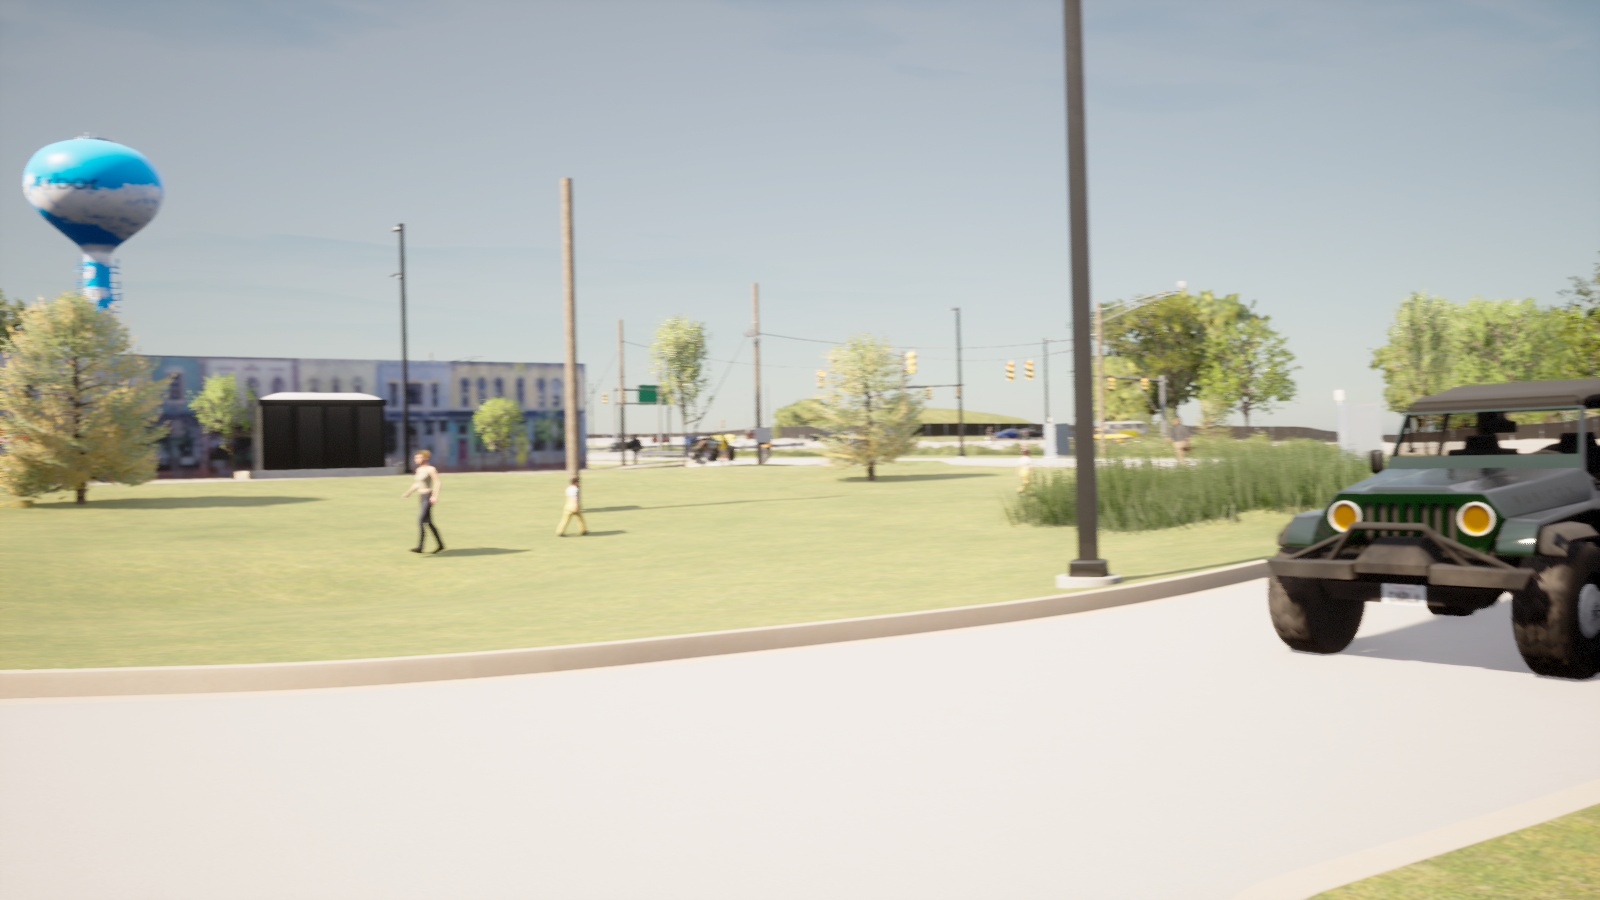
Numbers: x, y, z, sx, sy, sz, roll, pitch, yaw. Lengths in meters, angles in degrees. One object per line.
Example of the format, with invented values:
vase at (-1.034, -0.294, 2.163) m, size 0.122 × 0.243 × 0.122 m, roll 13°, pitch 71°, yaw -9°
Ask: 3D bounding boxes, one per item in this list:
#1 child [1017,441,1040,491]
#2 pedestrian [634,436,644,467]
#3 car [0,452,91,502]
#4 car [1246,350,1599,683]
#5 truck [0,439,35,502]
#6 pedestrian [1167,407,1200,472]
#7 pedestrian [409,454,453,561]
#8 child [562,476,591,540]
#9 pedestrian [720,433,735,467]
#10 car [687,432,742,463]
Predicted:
child at (5.782, 0.405, 31.756) m, size 0.437 × 1.263 × 0.270 m, roll -2°, pitch 0°, yaw -26°
pedestrian at (-9.575, 0.071, 74.630) m, size 0.370 × 1.835 × 0.726 m, roll -3°, pitch 0°, yaw 1°
car at (-29.846, 1.064, 48.019) m, size 4.553 × 1.767 × 2.097 m, roll -2°, pitch -1°, yaw -33°
car at (5.145, 0.331, 9.049) m, size 3.866 × 1.878 × 1.905 m, roll -3°, pitch 0°, yaw -41°
truck at (-33.782, 0.897, 50.313) m, size 5.204 × 2.467 × 2.627 m, roll -2°, pitch -1°, yaw -30°
pedestrian at (11.229, -0.305, 36.748) m, size 0.540 × 1.848 × 0.694 m, roll -2°, pitch 0°, yaw -17°
pedestrian at (-6.471, 1.000, 22.030) m, size 0.594 × 1.836 × 0.345 m, roll -2°, pitch -1°, yaw -38°
child at (-4.536, 1.169, 25.492) m, size 0.437 × 1.263 × 0.270 m, roll -2°, pitch -1°, yaw -38°
pedestrian at (-4.039, 0.008, 69.976) m, size 0.431 × 1.840 × 0.709 m, roll -2°, pitch -1°, yaw -40°
car at (-5.488, -0.148, 80.401) m, size 1.905 × 1.878 × 3.866 m, roll -2°, pitch 0°, yaw -31°
